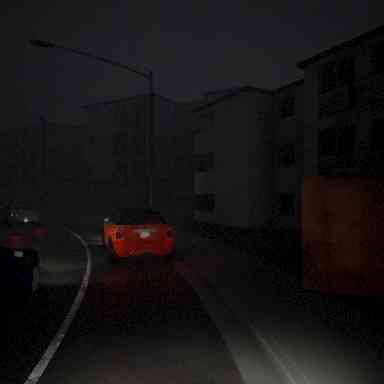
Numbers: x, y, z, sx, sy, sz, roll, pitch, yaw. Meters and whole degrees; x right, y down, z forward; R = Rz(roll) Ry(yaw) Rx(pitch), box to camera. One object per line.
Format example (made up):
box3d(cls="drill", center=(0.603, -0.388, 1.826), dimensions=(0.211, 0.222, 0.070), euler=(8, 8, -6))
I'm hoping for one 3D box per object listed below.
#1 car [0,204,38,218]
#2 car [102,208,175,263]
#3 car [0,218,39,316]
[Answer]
box3d(cls="car", center=(-11.910, 1.525, 22.713), dimensions=(1.812, 1.442, 4.674), euler=(0, 0, -39))
box3d(cls="car", center=(-2.158, 1.353, 12.387), dimensions=(2.097, 1.767, 4.553), euler=(0, 0, -19))
box3d(cls="car", center=(-4.039, 1.477, 5.392), dimensions=(1.882, 1.535, 5.008), euler=(0, 0, -9))
